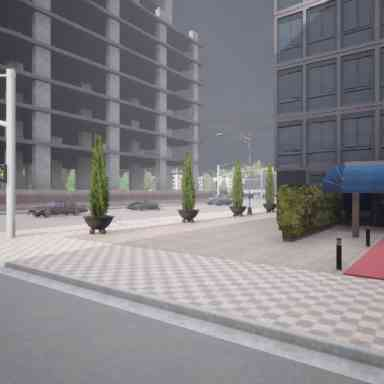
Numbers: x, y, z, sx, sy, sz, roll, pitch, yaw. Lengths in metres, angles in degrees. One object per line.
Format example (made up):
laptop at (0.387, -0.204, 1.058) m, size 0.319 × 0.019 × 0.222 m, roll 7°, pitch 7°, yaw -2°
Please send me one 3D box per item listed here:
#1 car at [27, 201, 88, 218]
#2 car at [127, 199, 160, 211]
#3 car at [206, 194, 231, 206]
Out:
car at (-12.334, 1.547, 30.894) m, size 2.033 × 1.411 × 5.357 m, roll 0°, pitch 0°, yaw 36°
car at (-5.798, 1.564, 39.878) m, size 1.994 × 1.385 × 4.181 m, roll 0°, pitch 0°, yaw 36°
car at (4.376, 1.548, 53.770) m, size 2.033 × 1.411 × 5.357 m, roll 0°, pitch 0°, yaw 37°
